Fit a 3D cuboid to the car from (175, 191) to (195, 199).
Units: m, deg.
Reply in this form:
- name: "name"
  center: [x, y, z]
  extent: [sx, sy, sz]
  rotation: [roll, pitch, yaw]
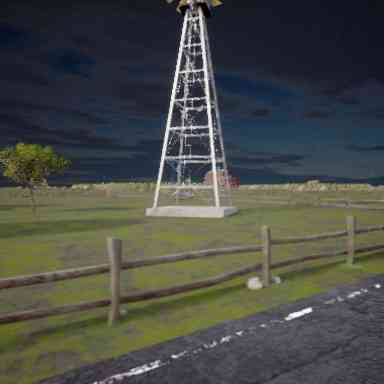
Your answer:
- name: "car"
  center: [-1.303, 0.527, 62.433]
  extent: [2.128, 1.511, 4.902]
  rotation: [0, 1, -36]
